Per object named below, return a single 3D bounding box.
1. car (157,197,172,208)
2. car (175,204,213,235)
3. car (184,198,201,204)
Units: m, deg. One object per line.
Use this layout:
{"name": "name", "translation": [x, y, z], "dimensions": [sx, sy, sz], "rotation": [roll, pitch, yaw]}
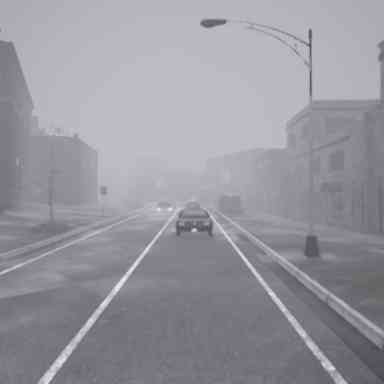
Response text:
{"name": "car", "translation": [-3.994, 1.422, 48.459], "dimensions": [1.882, 1.535, 5.008], "rotation": [0, 0, -5]}
{"name": "car", "translation": [0.111, 1.581, 18.509], "dimensions": [1.895, 1.301, 4.718], "rotation": [0, 0, 0]}
{"name": "car", "translation": [0.070, 1.482, 40.718], "dimensions": [1.812, 1.442, 4.674], "rotation": [0, 0, -1]}
